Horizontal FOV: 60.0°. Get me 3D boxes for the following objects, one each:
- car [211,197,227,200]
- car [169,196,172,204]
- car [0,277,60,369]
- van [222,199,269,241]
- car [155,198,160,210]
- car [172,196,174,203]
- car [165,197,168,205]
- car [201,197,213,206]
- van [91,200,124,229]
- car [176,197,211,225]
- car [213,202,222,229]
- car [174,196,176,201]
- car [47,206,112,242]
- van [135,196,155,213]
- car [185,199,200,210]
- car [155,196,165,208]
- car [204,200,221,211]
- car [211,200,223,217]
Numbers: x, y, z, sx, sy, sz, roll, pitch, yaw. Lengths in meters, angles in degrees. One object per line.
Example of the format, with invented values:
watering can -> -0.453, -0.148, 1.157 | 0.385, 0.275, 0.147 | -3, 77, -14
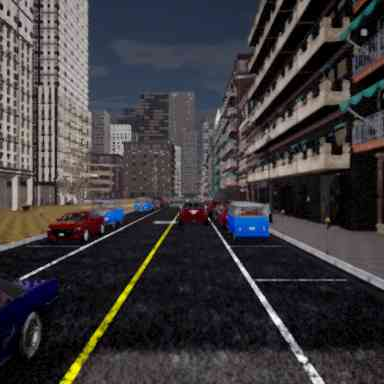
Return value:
car -> 2.699, 1.458, 33.331 | 2.192, 1.841, 5.009 | 0, 0, 0
car -> -5.664, 1.850, 66.499 | 1.887, 1.381, 4.507 | 0, 0, 0
car -> -3.093, 1.614, 3.216 | 1.895, 1.301, 4.718 | 0, 0, 0
van -> 2.692, 1.411, 16.747 | 1.690, 1.788, 3.998 | 0, 0, 0
car -> -5.674, 1.777, 44.389 | 1.802, 1.307, 4.206 | 0, 0, 0
car -> -5.661, 1.885, 72.027 | 2.008, 1.369, 4.403 | 0, 0, 0
car -> -5.670, 1.564, 55.446 | 2.192, 1.841, 5.009 | 0, 0, 0
car -> 2.713, 1.717, 60.968 | 1.967, 1.590, 4.097 | 0, 0, 0
van -> -5.686, 1.435, 22.280 | 1.690, 1.788, 3.998 | 0, 0, 0
car -> 0.113, 1.459, 25.066 | 2.097, 1.767, 4.553 | 0, 0, 0
car -> 2.696, 1.638, 22.275 | 1.887, 1.381, 4.507 | 0, 0, 0
car -> -5.656, 1.832, 83.083 | 1.967, 1.590, 4.097 | 0, 0, 0
car -> -5.687, 1.615, 16.752 | 1.887, 1.381, 4.507 | 0, 0, 0
van -> -5.678, 1.510, 38.862 | 1.690, 1.788, 3.998 | 0, 0, 0
car -> 0.123, 1.767, 46.206 | 1.994, 1.385, 4.181 | 0, 0, 0
car -> -5.671, 1.772, 49.917 | 2.008, 1.369, 4.403 | 0, 0, 0
car -> 2.707, 1.760, 44.384 | 1.947, 1.339, 4.313 | 0, 0, 0
car -> 2.699, 1.669, 27.802 | 2.008, 1.369, 4.403 | 0, 0, 0
